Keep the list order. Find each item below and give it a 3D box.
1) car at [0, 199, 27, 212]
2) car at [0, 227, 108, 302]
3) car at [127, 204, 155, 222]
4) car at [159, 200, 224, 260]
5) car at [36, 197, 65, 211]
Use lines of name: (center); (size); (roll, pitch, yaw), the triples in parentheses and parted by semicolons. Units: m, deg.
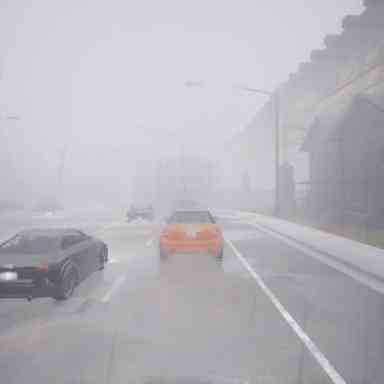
car: (-22.085, 1.604, 40.370); (5.357, 1.411, 2.033); (0, 0, 39)
car: (-3.508, 1.571, 8.359); (1.994, 1.385, 4.181); (0, 0, 0)
car: (-3.951, 1.590, 26.329); (1.895, 1.301, 4.718); (0, 0, -4)
car: (-0.033, 1.339, 12.555); (2.097, 1.767, 4.553); (0, 0, 0)
car: (-17.306, 1.387, 40.650); (2.097, 1.767, 4.553); (-1, 0, -44)
